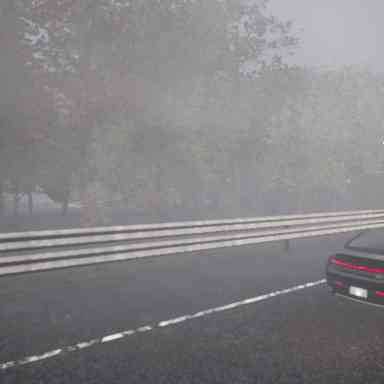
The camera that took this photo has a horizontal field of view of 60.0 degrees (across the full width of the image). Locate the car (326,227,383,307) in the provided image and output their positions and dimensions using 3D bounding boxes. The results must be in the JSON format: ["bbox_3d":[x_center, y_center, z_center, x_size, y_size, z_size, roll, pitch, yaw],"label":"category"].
[{"bbox_3d":[4.891,1.509,7.262,4.892,1.490,1.837,0,0,-36],"label":"car"}]
